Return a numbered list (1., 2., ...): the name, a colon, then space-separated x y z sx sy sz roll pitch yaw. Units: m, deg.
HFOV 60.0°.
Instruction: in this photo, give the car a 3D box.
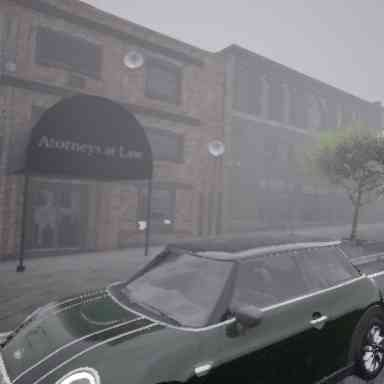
1. car: 0.269 1.360 3.874 4.553 1.767 2.097 0 0 -35
